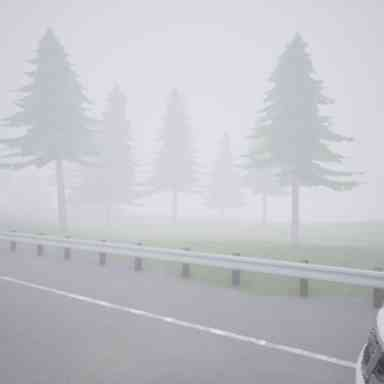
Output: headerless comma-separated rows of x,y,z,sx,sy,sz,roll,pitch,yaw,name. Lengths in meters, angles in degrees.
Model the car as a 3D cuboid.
3.795,1.229,1.444,5.566,2.045,2.150,0,0,30,car
